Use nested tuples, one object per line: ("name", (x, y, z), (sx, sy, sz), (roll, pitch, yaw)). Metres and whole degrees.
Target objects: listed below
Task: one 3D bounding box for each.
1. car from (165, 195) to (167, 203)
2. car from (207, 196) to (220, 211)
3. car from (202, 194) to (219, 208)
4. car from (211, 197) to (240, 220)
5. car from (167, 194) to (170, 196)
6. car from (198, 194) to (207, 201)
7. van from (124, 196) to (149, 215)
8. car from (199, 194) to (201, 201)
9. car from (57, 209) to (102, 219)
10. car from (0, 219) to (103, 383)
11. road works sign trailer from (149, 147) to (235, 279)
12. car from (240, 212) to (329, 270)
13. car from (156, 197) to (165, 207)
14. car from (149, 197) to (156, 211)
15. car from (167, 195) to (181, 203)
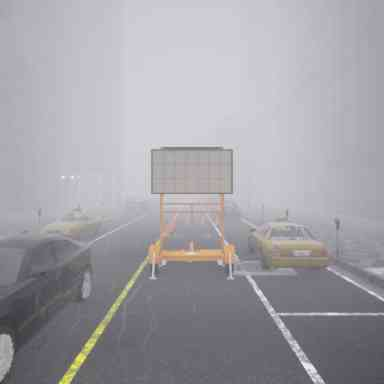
("car", (-5.666, 1.572, 55.776), (1.887, 1.381, 4.507), (0, 0, 0))
("car", (2.860, 1.433, 33.205), (1.967, 1.590, 4.097), (0, 0, 0))
("car", (2.859, 1.322, 44.485), (2.192, 1.841, 5.009), (0, 0, 0))
("car", (2.859, 1.430, 27.567), (1.967, 1.590, 4.097), (0, 0, 0))
("car", (-5.666, 1.631, 67.055), (1.802, 1.307, 4.206), (0, 0, 0))
("car", (2.858, 1.433, 89.601), (2.192, 1.841, 5.009), (0, 0, 0))
("van", (-5.665, 1.334, 33.221), (1.690, 1.788, 3.998), (0, 0, 0))
("car", (2.859, 1.478, 61.403), (1.967, 1.590, 4.097), (0, 0, 0))
("car", (-5.667, 1.519, 16.096), (1.752, 1.417, 4.829), (0, 0, 1))
("car", (-3.101, 1.476, 5.388), (1.882, 1.535, 5.008), (0, 0, 0))
("road works sign trailer", (0.000, 0.460, 9.960), (2.380, 3.560, 2.880), (0, 0, 0))
("car", (2.866, 1.520, 10.851), (1.752, 1.417, 4.829), (0, 0, 1))
("car", (-5.666, 1.457, 50.138), (1.967, 1.590, 4.097), (0, 0, 0))
("car", (-5.666, 1.564, 38.860), (1.947, 1.339, 4.313), (0, 0, 0))
("car", (-2.998, 1.636, 59.813), (1.895, 1.301, 4.718), (0, 0, 0))
